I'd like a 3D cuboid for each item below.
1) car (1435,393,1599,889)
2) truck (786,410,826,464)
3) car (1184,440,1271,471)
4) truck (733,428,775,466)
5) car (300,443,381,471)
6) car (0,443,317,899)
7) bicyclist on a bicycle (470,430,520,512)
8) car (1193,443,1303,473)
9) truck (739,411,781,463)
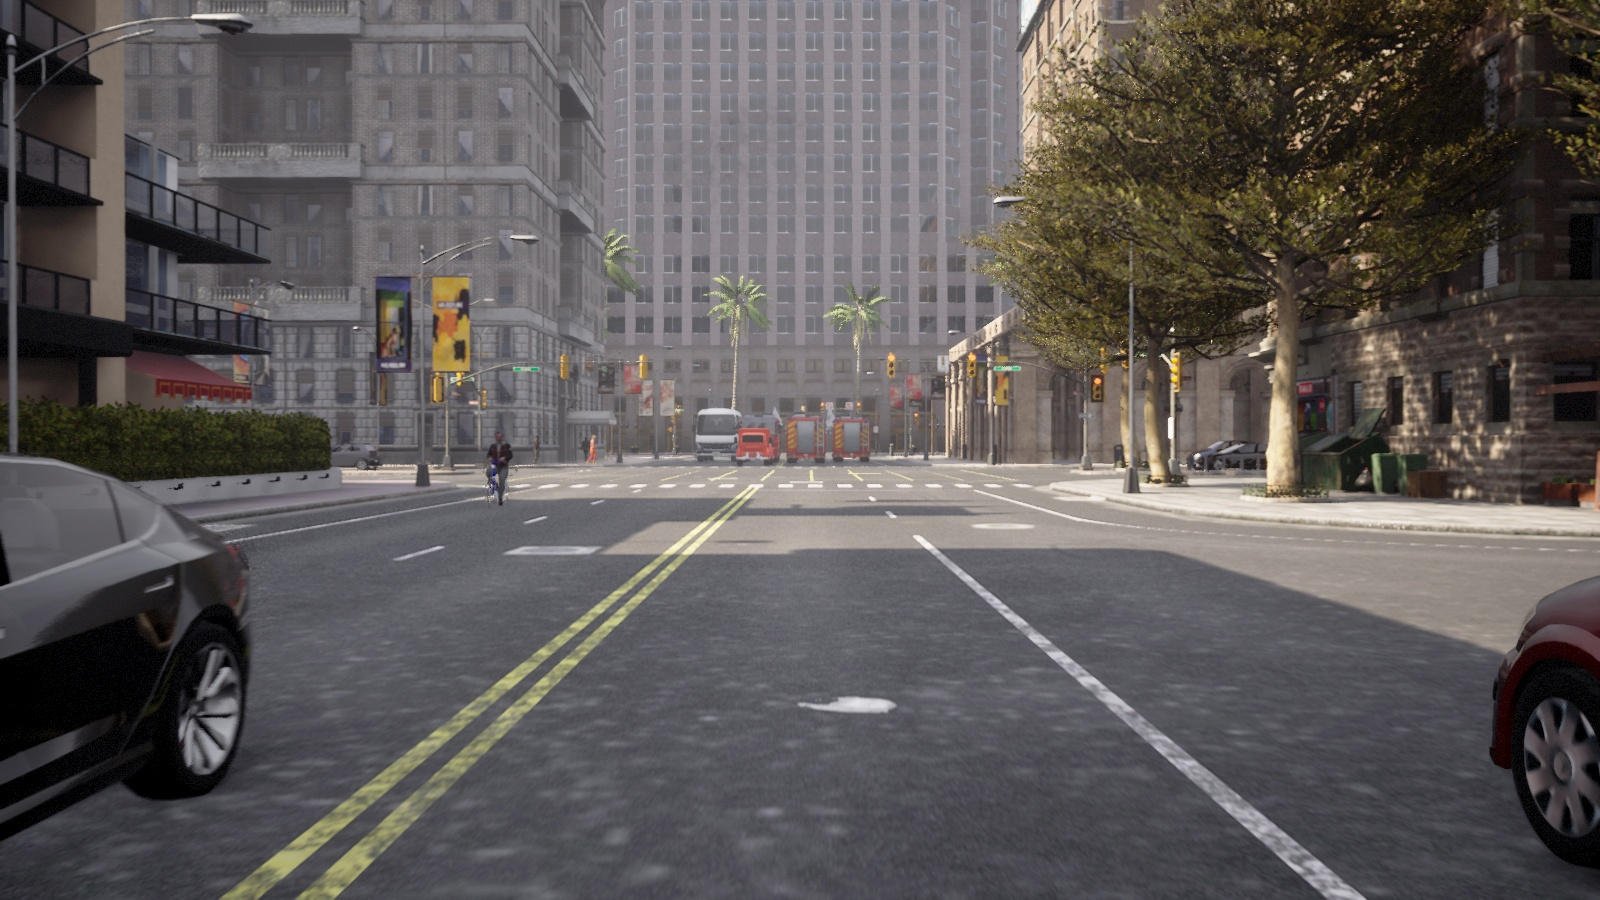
[{"bbox_3d":[3.530,0.630,3.169,1.851,1.617,3.988,0,0,0],"label":"car"},{"bbox_3d":[0.454,-0.947,93.828,2.891,3.827,8.468,0,0,0],"label":"truck"},{"bbox_3d":[22.667,0.286,66.677,3.988,1.617,1.851,0,0,1],"label":"car"},{"bbox_3d":[-3.088,-0.221,84.801,2.627,2.467,5.204,0,0,0],"label":"truck"},{"bbox_3d":[-24.540,0.363,67.180,3.633,1.501,1.845,0,0,1],"label":"car"},{"bbox_3d":[-3.467,0.722,3.785,2.163,1.488,4.792,0,0,0],"label":"car"},{"bbox_3d":[-6.852,0.452,28.282,0.659,1.776,1.843,0,0,0],"label":"bicyclist on a bicycle"},{"bbox_3d":[22.477,0.407,63.147,4.792,1.488,2.163,0,0,2],"label":"car"},{"bbox_3d":[-3.018,-0.967,96.914,2.891,3.827,8.468,0,0,1],"label":"truck"}]
